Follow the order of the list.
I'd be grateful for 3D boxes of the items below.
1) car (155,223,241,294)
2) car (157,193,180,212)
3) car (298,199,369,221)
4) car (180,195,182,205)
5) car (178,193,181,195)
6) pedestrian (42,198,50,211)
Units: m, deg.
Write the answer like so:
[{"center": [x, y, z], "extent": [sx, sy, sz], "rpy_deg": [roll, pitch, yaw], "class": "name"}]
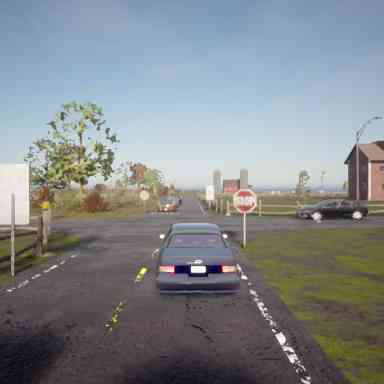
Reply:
[{"center": [0.067, 1.546, 8.955], "extent": [2.033, 1.411, 5.357], "rpy_deg": [0, 0, -1], "class": "car"}, {"center": [-2.881, 1.349, 38.797], "extent": [2.097, 1.767, 4.553], "rpy_deg": [0, 0, 0], "class": "car"}, {"center": [10.362, 1.322, 24.565], "extent": [4.892, 1.490, 1.837], "rpy_deg": [-1, 0, 0], "class": "car"}, {"center": [-2.882, 1.522, 48.847], "extent": [1.812, 1.442, 4.674], "rpy_deg": [0, 0, 1], "class": "car"}, {"center": [-2.880, 1.217, 59.147], "extent": [2.150, 2.045, 5.566], "rpy_deg": [0, 0, 0], "class": "car"}, {"center": [-12.183, 1.412, 27.744], "extent": [0.375, 1.860, 0.375], "rpy_deg": [0, 1, 0], "class": "pedestrian"}]
